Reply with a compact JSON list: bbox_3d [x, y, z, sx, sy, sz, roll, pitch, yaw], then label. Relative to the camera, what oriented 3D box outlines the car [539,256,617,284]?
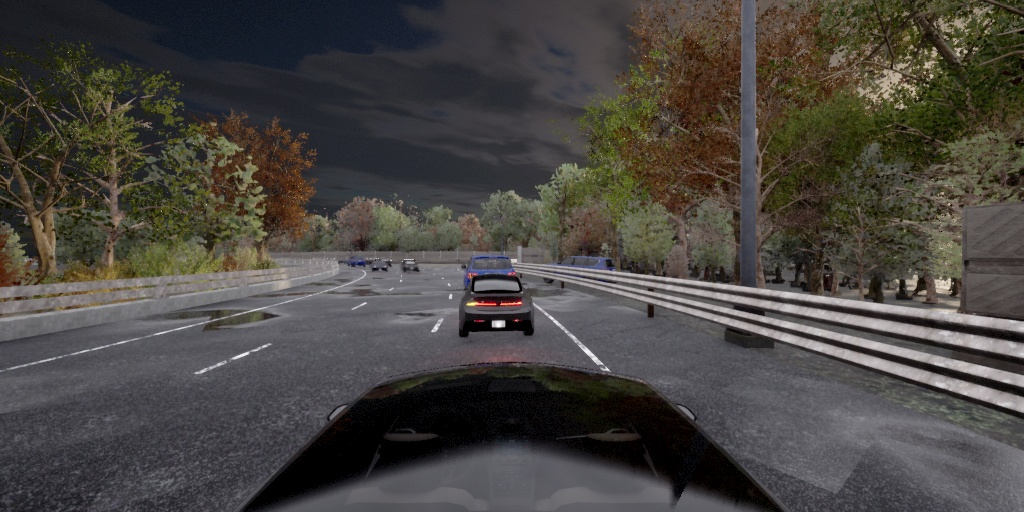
[{"bbox_3d":[4.621,1.010,25.293,5.566,2.045,2.150,5,1,38],"label":"car"}]

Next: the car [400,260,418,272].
[{"bbox_3d":[-13.105,1.275,45.667,1.812,1.442,4.674,0,0,-24],"label":"car"}]

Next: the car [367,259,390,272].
[{"bbox_3d":[-17.468,1.350,46.819,1.895,1.301,4.718,0,0,-25],"label":"car"}]

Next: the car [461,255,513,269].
[{"bbox_3d":[-1.170,0.971,17.008,2.150,2.045,5.566,0,0,-9],"label":"car"}]

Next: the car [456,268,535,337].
[{"bbox_3d":[-0.521,1.255,10.334,1.837,1.490,4.892,0,0,-5],"label":"car"}]
